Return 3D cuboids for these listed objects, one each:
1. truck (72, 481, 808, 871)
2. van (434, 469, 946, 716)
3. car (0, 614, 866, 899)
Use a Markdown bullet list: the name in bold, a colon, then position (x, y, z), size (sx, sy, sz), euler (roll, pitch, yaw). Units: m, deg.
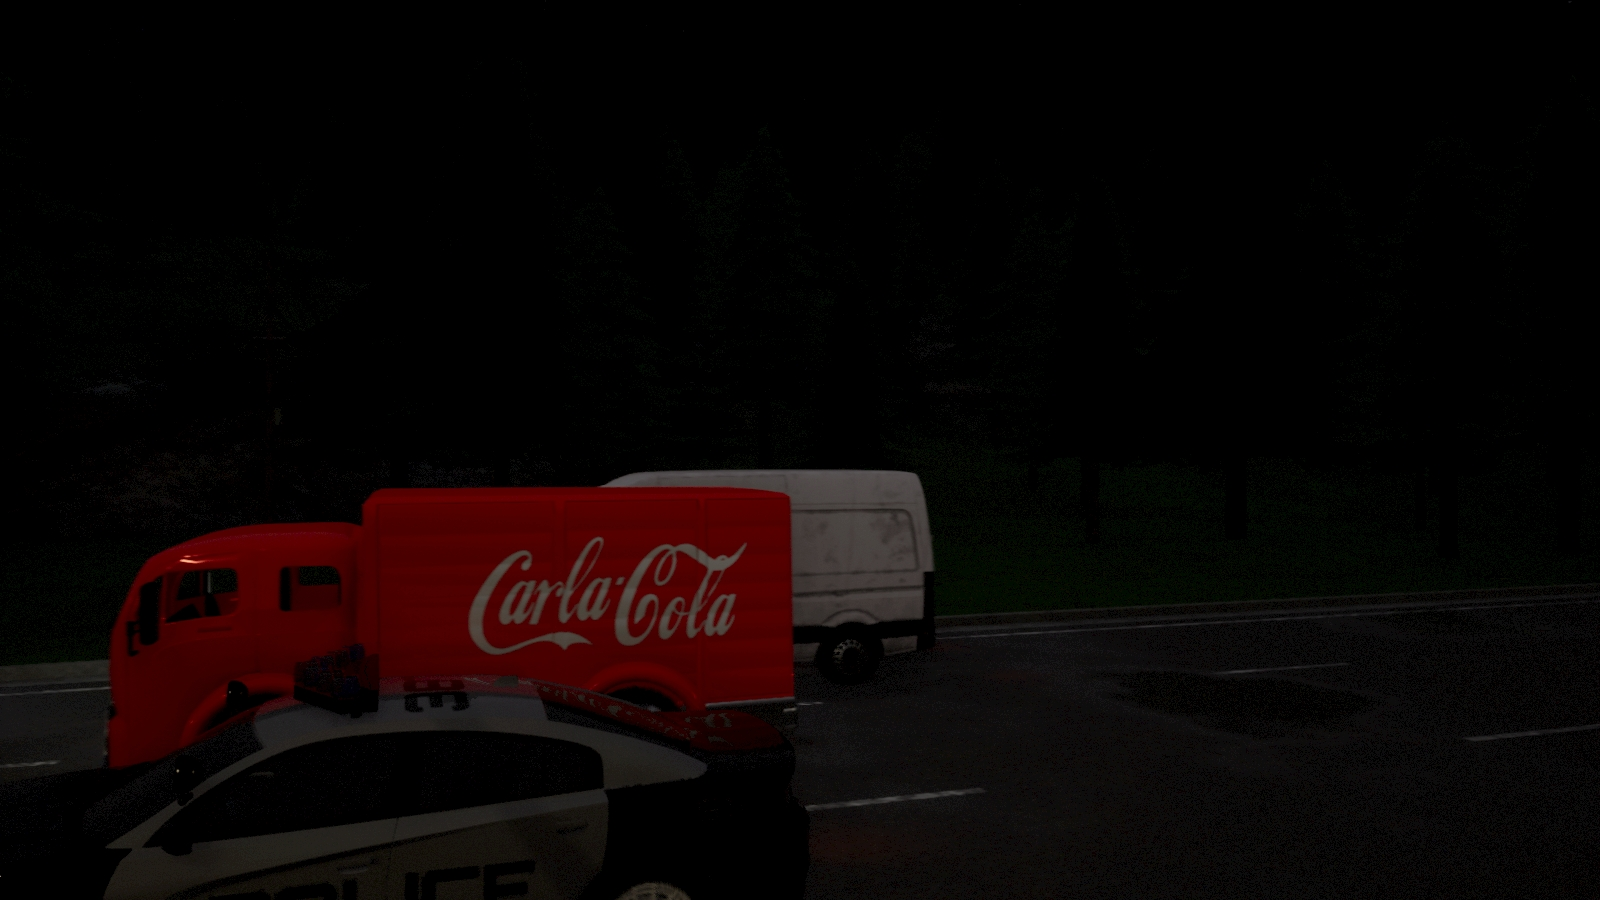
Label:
- **truck**: position (-2.829, 1.563, 9.719), size (5.204, 2.467, 2.627), euler (0, 0, -19)
- **van**: position (-1.341, 1.532, 13.932), size (5.915, 2.561, 1.988), euler (0, 0, -19)
- **car**: position (-2.463, 1.981, 6.242), size (5.238, 1.638, 2.097), euler (0, 0, -20)
